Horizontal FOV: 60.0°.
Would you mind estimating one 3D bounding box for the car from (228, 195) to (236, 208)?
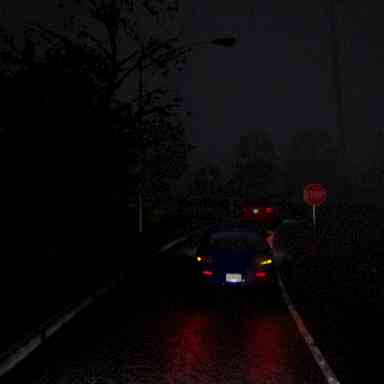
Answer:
[{"bbox_3d":[4.808,1.179,41.503,2.185,1.767,4.553,4,-1,-18],"label":"car"}]

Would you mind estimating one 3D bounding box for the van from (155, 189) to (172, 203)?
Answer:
[{"bbox_3d":[-4.481,0.590,52.100,1.878,1.987,4.442,4,0,-18],"label":"van"}]

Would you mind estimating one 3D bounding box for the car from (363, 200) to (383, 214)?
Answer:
[{"bbox_3d":[26.018,2.417,48.269,2.163,1.488,4.792,2,0,-18],"label":"car"}]

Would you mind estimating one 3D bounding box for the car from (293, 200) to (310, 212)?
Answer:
[{"bbox_3d":[12.765,1.788,44.004,2.231,1.521,4.892,3,0,-18],"label":"car"}]

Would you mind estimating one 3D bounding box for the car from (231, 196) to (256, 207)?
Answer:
[{"bbox_3d":[8.683,1.646,56.632,1.946,1.575,5.366,3,0,-18],"label":"car"}]

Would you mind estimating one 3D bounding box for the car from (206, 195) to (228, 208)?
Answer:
[{"bbox_3d":[2.150,1.157,40.654,2.163,1.488,4.792,4,-1,-18],"label":"car"}]

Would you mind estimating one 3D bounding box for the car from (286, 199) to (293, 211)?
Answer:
[{"bbox_3d":[10.115,1.384,43.192,2.435,2.045,5.566,3,0,-18],"label":"car"}]

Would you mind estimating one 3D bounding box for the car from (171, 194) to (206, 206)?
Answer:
[{"bbox_3d":[-0.479,0.980,39.753,2.163,1.488,4.792,4,-1,-18],"label":"car"}]

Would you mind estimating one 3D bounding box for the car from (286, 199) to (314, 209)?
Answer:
[{"bbox_3d":[19.358,2.152,59.836,2.231,1.521,4.892,2,0,-18],"label":"car"}]

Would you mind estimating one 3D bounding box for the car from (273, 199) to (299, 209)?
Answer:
[{"bbox_3d":[16.580,2.034,58.950,2.097,1.535,5.008,2,0,-18],"label":"car"}]

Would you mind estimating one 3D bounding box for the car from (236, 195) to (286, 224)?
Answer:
[{"bbox_3d":[4.926,1.290,22.978,2.150,2.045,5.566,0,0,22],"label":"car"}]

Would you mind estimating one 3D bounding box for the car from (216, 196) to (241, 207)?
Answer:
[{"bbox_3d":[6.024,1.494,55.783,1.946,1.575,5.366,3,0,-18],"label":"car"}]

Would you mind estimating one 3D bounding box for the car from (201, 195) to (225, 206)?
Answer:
[{"bbox_3d":[3.414,1.367,54.786,2.163,1.488,4.792,4,-1,-18],"label":"car"}]

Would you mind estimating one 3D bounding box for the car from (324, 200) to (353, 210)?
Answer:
[{"bbox_3d":[27.254,2.427,62.165,1.946,1.575,5.366,2,0,-18],"label":"car"}]

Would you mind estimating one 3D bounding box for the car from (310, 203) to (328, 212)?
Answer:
[{"bbox_3d":[15.415,1.957,44.826,2.163,1.488,4.792,3,0,-18],"label":"car"}]

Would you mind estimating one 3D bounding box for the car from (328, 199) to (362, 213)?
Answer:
[{"bbox_3d":[20.735,2.050,46.519,2.185,1.767,4.553,2,0,-18],"label":"car"}]

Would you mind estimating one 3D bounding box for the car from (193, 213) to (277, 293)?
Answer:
[{"bbox_3d":[1.124,1.509,8.779,1.812,1.442,4.674,0,0,8],"label":"car"}]

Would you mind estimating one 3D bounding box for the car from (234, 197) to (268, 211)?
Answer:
[{"bbox_3d":[7.454,1.474,42.310,2.097,1.535,5.008,3,0,-18],"label":"car"}]

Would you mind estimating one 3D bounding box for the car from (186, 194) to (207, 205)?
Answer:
[{"bbox_3d":[0.652,1.199,53.877,2.002,1.452,4.674,4,-1,-18],"label":"car"}]

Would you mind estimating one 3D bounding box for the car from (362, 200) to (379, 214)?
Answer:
[{"bbox_3d":[23.382,2.315,47.367,2.163,1.488,4.792,2,0,-18],"label":"car"}]

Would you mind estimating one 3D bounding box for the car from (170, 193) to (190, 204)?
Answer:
[{"bbox_3d":[-1.996,1.022,53.032,2.002,1.452,4.674,4,-1,-18],"label":"car"}]

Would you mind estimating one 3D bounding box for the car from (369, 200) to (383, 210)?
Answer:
[{"bbox_3d":[37.821,2.561,65.759,2.185,1.767,4.553,1,0,-18],"label":"car"}]

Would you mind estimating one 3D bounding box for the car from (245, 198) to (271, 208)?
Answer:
[{"bbox_3d":[11.274,1.815,57.233,2.163,1.488,4.792,3,0,-18],"label":"car"}]
